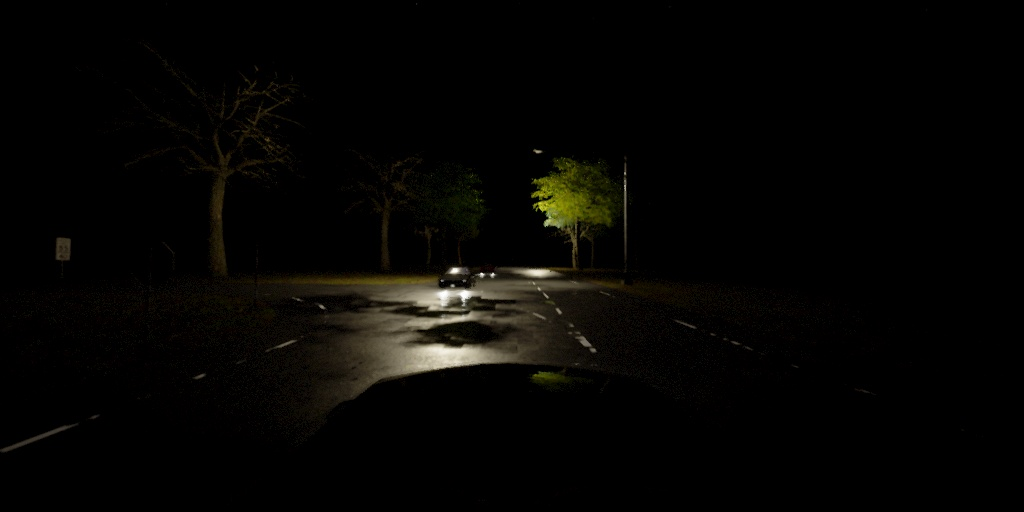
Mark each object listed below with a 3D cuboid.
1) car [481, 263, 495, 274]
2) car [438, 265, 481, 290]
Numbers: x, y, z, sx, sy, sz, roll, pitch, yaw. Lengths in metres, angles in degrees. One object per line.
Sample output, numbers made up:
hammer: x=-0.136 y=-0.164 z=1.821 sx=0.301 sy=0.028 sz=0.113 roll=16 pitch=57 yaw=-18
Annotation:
car: x=-3.500 y=1.699 z=51.388 sx=1.882 sy=1.535 sz=5.008 roll=0 pitch=-1 yaw=0
car: x=-3.464 y=1.420 z=23.644 sx=2.033 sy=1.411 sz=5.357 roll=1 pitch=-1 yaw=0
